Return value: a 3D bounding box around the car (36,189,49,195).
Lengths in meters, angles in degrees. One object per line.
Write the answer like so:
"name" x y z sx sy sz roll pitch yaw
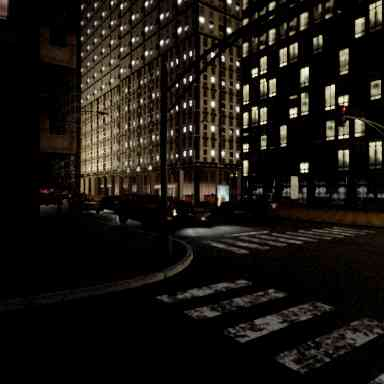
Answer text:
"car" -35.173 -0.011 78.027 1.887 1.381 4.507 1 0 -36

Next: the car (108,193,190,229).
"car" -2.644 1.008 19.275 2.192 1.841 5.009 2 0 -36

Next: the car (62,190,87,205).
"car" -12.404 0.813 37.018 2.128 1.511 4.902 0 1 -36

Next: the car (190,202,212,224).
"car" -0.721 1.219 21.001 1.812 1.442 4.674 0 1 -36

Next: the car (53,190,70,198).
"car" -25.360 0.309 64.587 1.887 1.381 4.507 1 0 -36

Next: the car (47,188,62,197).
"car" -28.628 0.098 69.066 1.967 1.590 4.097 1 0 -36

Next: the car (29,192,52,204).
"car" -19.004 0.752 41.670 1.802 1.307 4.206 2 0 -36

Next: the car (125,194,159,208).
"car" -5.734 0.965 37.707 1.947 1.339 4.313 1 0 -36

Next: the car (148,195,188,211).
"car" -2.462 1.070 33.226 1.947 1.339 4.313 1 0 -36

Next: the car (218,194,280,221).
"car" 4.087 1.026 24.266 2.192 1.841 5.009 1 0 -36

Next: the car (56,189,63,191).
"car" -18.823 0.529 51.219 2.128 1.511 4.902 0 1 -36

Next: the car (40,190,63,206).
"car" -15.733 0.826 37.192 2.008 1.369 4.403 2 0 -36

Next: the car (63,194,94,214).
"car" -9.193 1.067 28.234 1.802 1.307 4.206 2 0 -36

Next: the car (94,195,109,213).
"car" -6.506 0.988 28.924 1.882 1.535 5.008 0 1 -36
